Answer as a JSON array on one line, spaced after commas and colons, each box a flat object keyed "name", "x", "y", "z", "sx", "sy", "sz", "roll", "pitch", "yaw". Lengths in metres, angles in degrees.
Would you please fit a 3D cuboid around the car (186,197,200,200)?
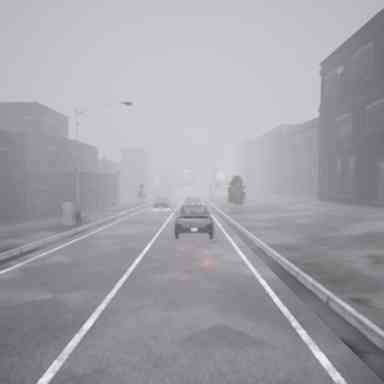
[{"name": "car", "x": 0.091, "y": 1.236, "z": 36.237, "sx": 2.033, "sy": 1.411, "sz": 5.357, "roll": 0, "pitch": 1, "yaw": 0}]

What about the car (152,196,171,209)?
[{"name": "car", "x": -3.581, "y": 1.190, "z": 40.102, "sx": 2.033, "sy": 1.411, "sz": 5.357, "roll": 0, "pitch": 1, "yaw": 0}]

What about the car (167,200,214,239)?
[{"name": "car", "x": 0.099, "y": 1.408, "z": 16.953, "sx": 2.128, "sy": 1.511, "sz": 4.902, "roll": 0, "pitch": 1, "yaw": 0}]
